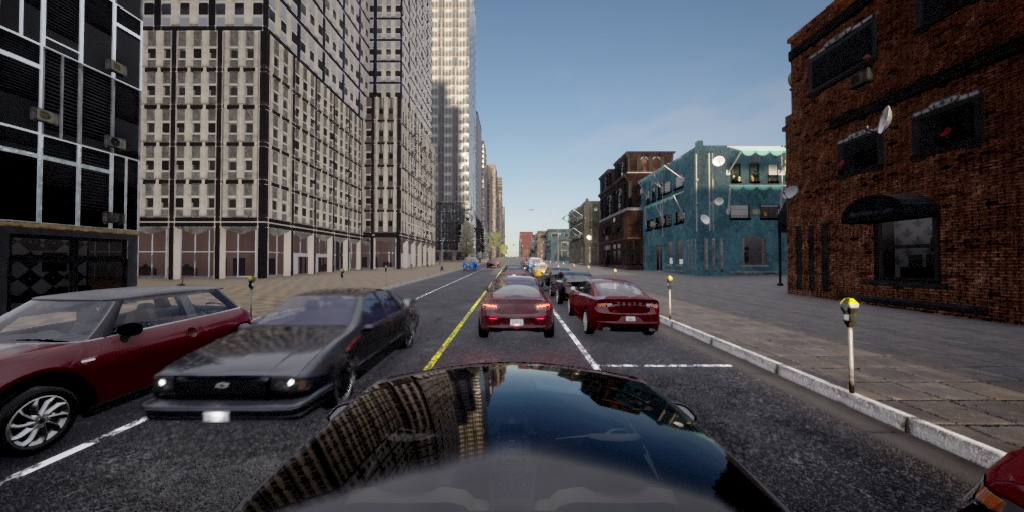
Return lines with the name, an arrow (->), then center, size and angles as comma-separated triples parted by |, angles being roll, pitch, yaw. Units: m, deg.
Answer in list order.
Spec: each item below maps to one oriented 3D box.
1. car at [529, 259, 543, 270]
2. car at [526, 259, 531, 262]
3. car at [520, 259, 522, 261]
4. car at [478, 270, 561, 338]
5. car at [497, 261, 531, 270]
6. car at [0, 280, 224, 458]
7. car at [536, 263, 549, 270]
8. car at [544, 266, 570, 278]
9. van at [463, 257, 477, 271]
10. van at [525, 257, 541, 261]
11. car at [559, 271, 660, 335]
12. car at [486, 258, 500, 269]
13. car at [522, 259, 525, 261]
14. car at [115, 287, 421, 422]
car -> 2.723, 1.274, 32.149 | 1.751, 1.417, 4.829 | 0, 0, 0
car -> 2.728, 1.298, 37.457 | 2.007, 1.370, 4.403 | 0, 0, 0
car -> 2.745, 1.057, 53.891 | 2.192, 1.841, 5.009 | 0, 0, 0
car -> 0.106, 1.277, 10.111 | 1.812, 1.442, 4.674 | 0, 0, 0
car -> 0.129, 1.313, 26.867 | 1.994, 1.385, 4.181 | 0, 0, 0
car -> -5.687, 1.190, 4.857 | 1.967, 1.591, 4.097 | 0, 0, 0
car -> 2.711, 1.316, 21.488 | 1.948, 1.339, 4.313 | 0, 0, 0
car -> 2.705, 1.316, 15.944 | 1.948, 1.339, 4.313 | 0, 0, 0
van -> -5.641, 1.085, 48.418 | 1.690, 1.789, 3.998 | 0, 0, 0
van -> 2.734, 1.087, 42.935 | 1.690, 1.789, 3.998 | 0, 0, 0
car -> 2.700, 1.296, 10.398 | 1.888, 1.381, 4.507 | 0, 0, 0
car -> -2.972, 1.092, 57.679 | 2.097, 1.767, 4.553 | 0, 0, 1
car -> 2.739, 1.184, 48.413 | 1.967, 1.591, 4.097 | 0, 0, 0
car -> -3.096, 1.298, 6.418 | 2.033, 1.411, 5.357 | 0, 0, 0
